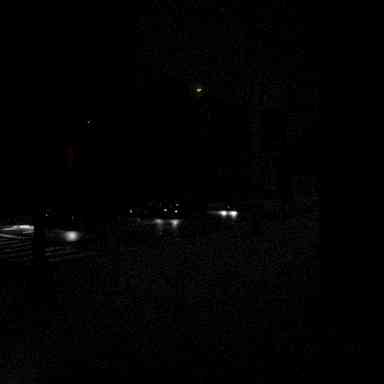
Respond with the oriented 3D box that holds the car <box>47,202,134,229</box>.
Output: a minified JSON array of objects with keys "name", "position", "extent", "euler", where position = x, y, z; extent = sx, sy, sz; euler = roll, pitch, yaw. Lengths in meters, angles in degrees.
[{"name":"car","position":[-6.337,1.419,21.452],"extent":[1.882,1.535,5.008],"euler":[0,0,34]}]

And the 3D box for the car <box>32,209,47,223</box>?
[{"name":"car","position":[-8.940,1.511,23.388],"extent":[1.994,1.385,4.181],"euler":[0,0,35]}]

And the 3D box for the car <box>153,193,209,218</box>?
[{"name":"car","position":[-0.592,1.121,29.559],"extent":[2.150,2.045,5.566],"euler":[0,0,35]}]

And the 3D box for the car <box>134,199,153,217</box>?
[{"name":"car","position":[-3.825,1.402,30.608],"extent":[2.128,1.511,4.902],"euler":[0,0,35]}]

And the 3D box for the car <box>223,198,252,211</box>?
[{"name":"car","position":[5.175,1.421,37.664],"extent":[1.994,1.385,4.181],"euler":[0,0,36]}]
